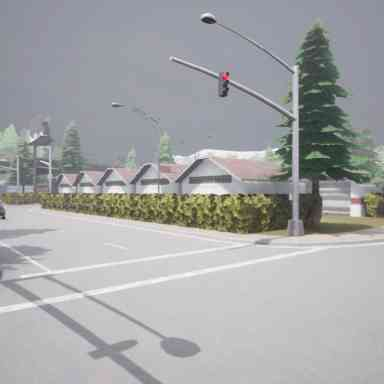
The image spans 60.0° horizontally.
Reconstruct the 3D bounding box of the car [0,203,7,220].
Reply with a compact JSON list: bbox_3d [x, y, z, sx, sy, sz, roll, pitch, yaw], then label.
[{"bbox_3d":[-16.645,1.428,27.398,1.837,1.490,4.892,0,1,-40],"label":"car"}]
